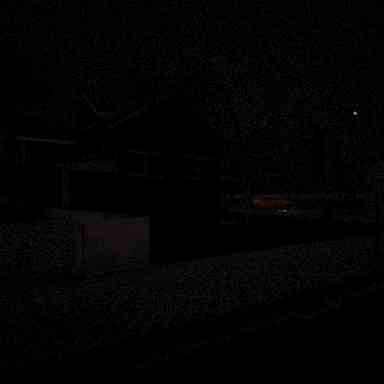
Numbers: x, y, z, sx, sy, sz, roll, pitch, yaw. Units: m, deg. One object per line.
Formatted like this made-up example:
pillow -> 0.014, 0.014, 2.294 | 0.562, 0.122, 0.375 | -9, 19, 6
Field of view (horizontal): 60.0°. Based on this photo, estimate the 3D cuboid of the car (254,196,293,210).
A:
car -> 9.351, 1.232, 38.463 | 1.882, 1.535, 5.008 | 1, 0, -34
